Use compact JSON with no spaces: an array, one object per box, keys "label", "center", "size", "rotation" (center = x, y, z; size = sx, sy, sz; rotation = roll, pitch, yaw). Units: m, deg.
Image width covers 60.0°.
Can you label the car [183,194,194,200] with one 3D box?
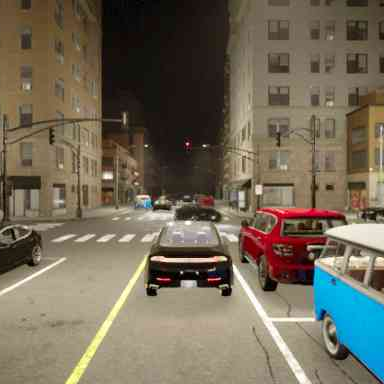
[{"label":"car","center":[-0.895,1.588,65.057],"size":[1.895,1.301,4.718],"rotation":[0,0,-1]}]

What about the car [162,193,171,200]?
[{"label":"car","center":[-6.773,1.294,89.380],"size":[2.192,1.841,5.009],"rotation":[0,0,-1]}]

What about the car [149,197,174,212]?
[{"label":"car","center":[-3.426,1.595,38.097],"size":[1.895,1.301,4.718],"rotation":[0,0,-1]}]

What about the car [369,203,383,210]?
[{"label":"car","center":[14.521,1.417,23.960],"size":[4.902,1.511,2.128],"rotation":[0,0,-1]}]

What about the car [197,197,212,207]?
[{"label":"car","center":[1.913,1.541,51.669],"size":[2.008,1.369,4.403],"rotation":[0,0,-1]}]

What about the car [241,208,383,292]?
[{"label":"car","center":[2.519,1.314,8.896],"size":[2.192,1.841,5.009],"rotation":[0,0,-1]}]

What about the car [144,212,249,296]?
[{"label":"car","center":[-0.062,1.491,8.599],"size":[2.128,1.511,4.902],"rotation":[0,0,0]}]

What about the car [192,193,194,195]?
[{"label":"car","center":[1.644,1.301,67.886],"size":[2.192,1.841,5.009],"rotation":[0,0,-1]}]

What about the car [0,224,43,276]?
[{"label":"car","center":[-5.505,1.565,8.770],"size":[1.947,1.339,4.313],"rotation":[0,0,-1]}]

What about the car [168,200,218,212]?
[{"label":"car","center":[0.366,1.551,24.126],"size":[1.994,1.385,4.181],"rotation":[-1,0,-32]}]

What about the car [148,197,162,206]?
[{"label":"car","center":[-6.274,1.534,56.946],"size":[1.887,1.381,4.507],"rotation":[0,0,-1]}]

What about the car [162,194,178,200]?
[{"label":"car","center":[-3.683,1.515,55.388],"size":[1.812,1.442,4.674],"rotation":[0,0,-1]}]

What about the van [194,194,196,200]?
[{"label":"van","center":[1.733,1.329,62.480],"size":[1.690,1.788,3.998],"rotation":[0,0,-1]}]

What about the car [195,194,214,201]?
[{"label":"car","center":[2.002,1.307,46.263],"size":[2.192,1.841,5.009],"rotation":[0,0,-1]}]

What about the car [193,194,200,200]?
[{"label":"car","center":[1.196,1.418,94.912],"size":[1.967,1.590,4.097],"rotation":[0,0,-1]}]

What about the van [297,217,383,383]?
[{"label":"van","center":[2.605,1.341,3.385],"size":[1.690,1.788,3.998],"rotation":[0,0,-1]}]

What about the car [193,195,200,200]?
[{"label":"car","center":[1.283,1.504,89.677],"size":[1.752,1.417,4.829],"rotation":[0,0,-1]}]

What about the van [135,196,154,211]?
[{"label":"van","center":[-6.025,1.334,40.729],"size":[1.690,1.788,3.998],"rotation":[0,0,-1]}]
